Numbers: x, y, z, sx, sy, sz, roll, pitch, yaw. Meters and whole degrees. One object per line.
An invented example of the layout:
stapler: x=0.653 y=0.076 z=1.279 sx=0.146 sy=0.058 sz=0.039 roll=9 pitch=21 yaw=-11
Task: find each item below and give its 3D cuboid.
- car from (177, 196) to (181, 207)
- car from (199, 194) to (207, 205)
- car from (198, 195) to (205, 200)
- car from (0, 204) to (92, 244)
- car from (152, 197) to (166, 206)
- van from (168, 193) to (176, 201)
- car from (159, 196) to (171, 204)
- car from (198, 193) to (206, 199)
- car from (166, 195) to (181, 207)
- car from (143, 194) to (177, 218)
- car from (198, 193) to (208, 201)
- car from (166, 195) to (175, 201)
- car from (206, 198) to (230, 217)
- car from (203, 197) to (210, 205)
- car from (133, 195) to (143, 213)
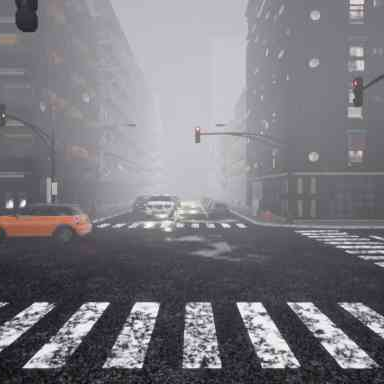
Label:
car: x=-2.785 y=1.478 z=40.332 sx=2.128 sy=1.511 sz=4.902 roll=0 pitch=0 yaw=0
car: x=2.647 y=1.523 z=59.078 sx=1.887 sy=1.381 sz=4.507 roll=-1 pitch=0 yaw=0
car: x=2.700 y=1.539 z=92.313 sx=1.802 sy=1.307 sz=4.206 roll=-1 pitch=0 yaw=0
car: x=-7.094 y=1.343 z=15.319 sx=4.553 sy=1.767 sz=2.097 roll=0 pitch=0 yaw=-1
car: x=-5.241 y=1.563 z=53.605 sx=1.802 sy=1.307 sz=4.206 roll=-1 pitch=0 yaw=0
van: x=-5.192 y=1.302 z=86.828 sx=1.690 sy=1.788 sz=3.998 roll=-1 pitch=0 yaw=0
car: x=-5.224 y=1.557 z=64.679 sx=1.802 sy=1.307 sz=4.206 roll=-1 pitch=0 yaw=0
car: x=2.674 y=1.551 z=75.696 sx=1.802 sy=1.307 sz=4.206 roll=-1 pitch=0 yaw=0
car: x=-2.760 y=1.334 z=50.395 sx=2.097 sy=1.767 sz=4.553 roll=0 pitch=0 yaw=0
car: x=-2.808 y=1.212 z=30.382 sx=2.150 sy=2.045 sz=5.566 roll=0 pitch=0 yaw=0
car: x=2.679 y=1.280 z=81.235 sx=2.192 sy=1.841 sz=5.009 roll=-1 pitch=0 yaw=0
car: x=-5.199 y=1.491 z=81.120 sx=1.752 sy=1.417 sz=4.829 roll=-1 pitch=0 yaw=0
car: x=2.604 y=1.572 z=31.382 sx=1.802 sy=1.307 sz=4.206 roll=-1 pitch=0 yaw=0
car: x=2.612 y=1.539 z=36.921 sx=2.008 sy=1.369 sz=4.403 roll=-1 pitch=0 yaw=0
car: x=-5.271 y=1.303 z=36.993 sx=2.192 sy=1.841 sz=5.009 roll=-1 pitch=0 yaw=0
